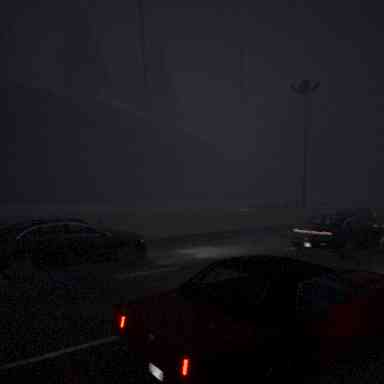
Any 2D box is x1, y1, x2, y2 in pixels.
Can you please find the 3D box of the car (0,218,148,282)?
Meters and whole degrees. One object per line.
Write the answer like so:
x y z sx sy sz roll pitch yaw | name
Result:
-3.687 1.528 9.862 4.902 1.511 2.128 1 0 -36 | car

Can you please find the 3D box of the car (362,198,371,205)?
39.875 2.174 76.123 1.812 1.442 4.674 0 0 28 | car

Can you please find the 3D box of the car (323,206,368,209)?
10.705 1.692 21.733 4.892 1.490 1.837 1 0 -42 | car

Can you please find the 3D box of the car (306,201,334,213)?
16.550 1.869 42.867 1.812 1.442 4.674 0 -1 42 | car

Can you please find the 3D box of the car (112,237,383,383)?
1.389 1.637 4.896 4.718 1.301 1.895 1 0 -37 | car

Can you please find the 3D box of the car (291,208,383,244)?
5.812 1.599 12.851 4.902 1.511 2.128 1 0 -39 | car
